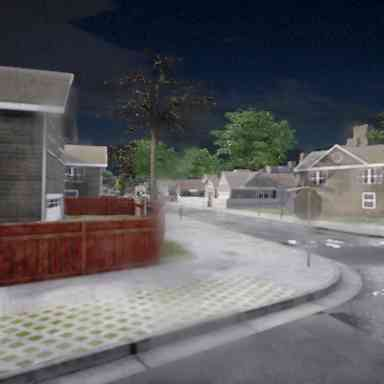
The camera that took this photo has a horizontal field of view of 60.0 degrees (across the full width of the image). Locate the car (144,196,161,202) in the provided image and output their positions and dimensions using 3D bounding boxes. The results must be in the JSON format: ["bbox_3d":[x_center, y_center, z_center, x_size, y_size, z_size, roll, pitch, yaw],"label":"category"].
[{"bbox_3d":[-6.494,1.792,57.758,2.033,1.411,5.357,1,0,-15],"label":"car"}]

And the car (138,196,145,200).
[{"bbox_3d":[-13.018,1.900,91.838,2.033,1.411,5.357,1,0,-15],"label":"car"}]
